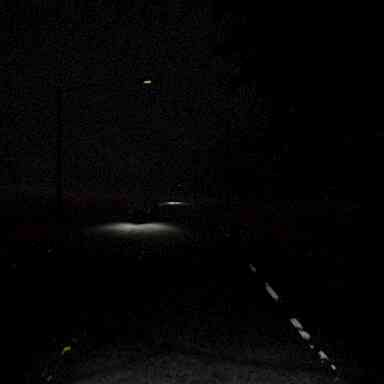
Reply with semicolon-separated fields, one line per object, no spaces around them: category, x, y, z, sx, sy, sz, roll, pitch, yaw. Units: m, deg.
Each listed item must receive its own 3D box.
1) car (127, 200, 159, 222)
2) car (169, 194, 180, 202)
car;-3.579;1.332;25.096;1.882;1.535;5.008;0;0;0
car;-3.462;1.214;65.761;2.128;1.511;4.902;0;0;0
